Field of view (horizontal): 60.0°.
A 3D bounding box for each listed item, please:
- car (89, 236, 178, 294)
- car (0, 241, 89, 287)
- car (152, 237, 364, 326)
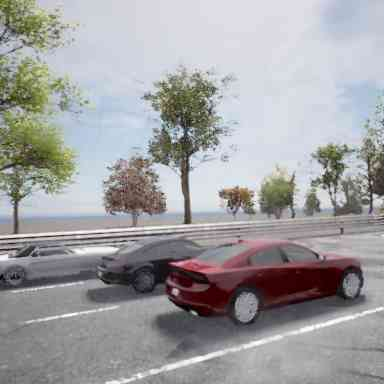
[{"bbox_3d":[-0.575,2.117,10.451,4.674,1.442,1.812,0,-4,-28],"label":"car"},{"bbox_3d":[-4.894,2.447,12.090,4.718,1.301,1.895,0,-4,-28],"label":"car"},{"bbox_3d":[1.836,1.821,7.785,5.008,1.535,1.882,0,-4,-28],"label":"car"}]
